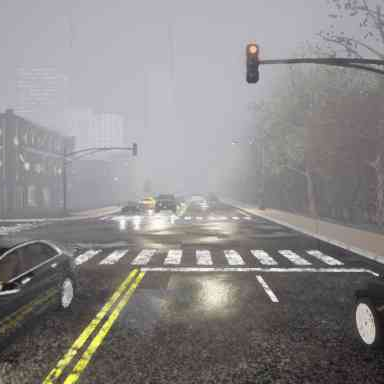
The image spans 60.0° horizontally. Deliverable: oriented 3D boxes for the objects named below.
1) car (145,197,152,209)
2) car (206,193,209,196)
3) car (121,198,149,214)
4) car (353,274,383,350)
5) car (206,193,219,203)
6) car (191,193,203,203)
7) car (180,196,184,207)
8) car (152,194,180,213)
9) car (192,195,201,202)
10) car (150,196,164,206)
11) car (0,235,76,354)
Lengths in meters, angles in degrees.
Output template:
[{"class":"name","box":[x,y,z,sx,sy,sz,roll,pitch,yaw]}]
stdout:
[{"class":"car","box":[-5.951,1.463,44.346,1.882,1.535,5.008,0,0,1]},{"class":"car","box":[4.373,1.195,76.594,2.150,2.045,5.566,0,0,1]},{"class":"car","box":[-6.093,1.590,35.216,1.895,1.301,4.718,0,0,1]},{"class":"car","box":[3.393,1.477,3.176,1.882,1.535,5.008,0,0,1]},{"class":"car","box":[4.320,1.480,66.131,1.837,1.490,4.892,0,0,1]},{"class":"car","box":[1.071,1.197,66.094,2.150,2.045,5.566,0,0,1]},{"class":"car","box":[-2.625,1.530,49.401,2.033,1.411,5.357,0,0,1]},{"class":"car","box":[-2.821,1.210,37.021,2.150,2.045,5.566,0,0,-1]},{"class":"car","box":[1.124,1.509,76.718,2.033,1.411,5.357,0,0,1]},{"class":"car","box":[-5.775,1.484,55.512,1.837,1.490,4.892,0,0,1]},{"class":"car","box":[-3.279,1.504,4.913,1.837,1.490,4.892,0,0,1]}]
